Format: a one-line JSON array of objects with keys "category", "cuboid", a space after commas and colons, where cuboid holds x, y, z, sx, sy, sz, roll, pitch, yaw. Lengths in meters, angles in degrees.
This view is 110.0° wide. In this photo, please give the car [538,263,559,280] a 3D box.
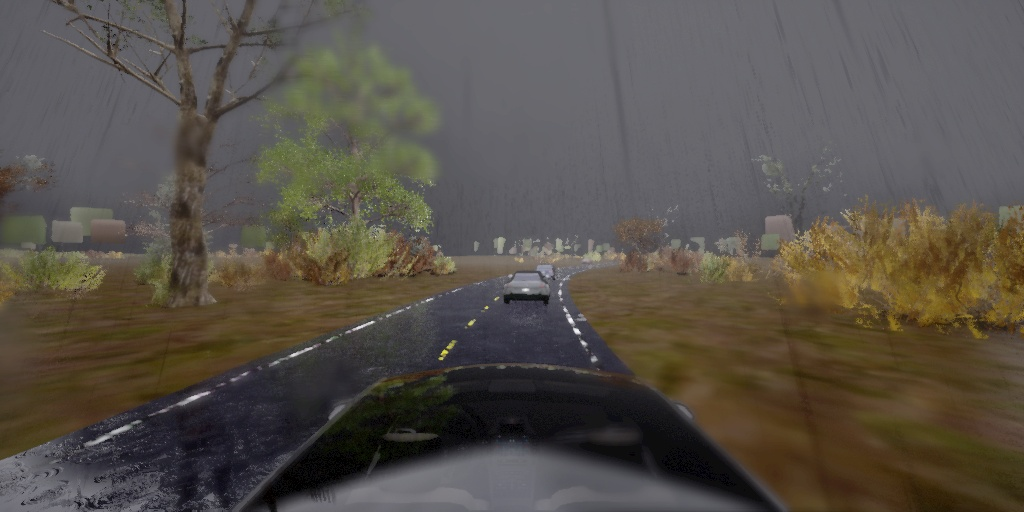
[{"category": "car", "cuboid": [2.987, 1.330, 30.997, 2.033, 1.411, 5.357, 0, 0, 12]}]

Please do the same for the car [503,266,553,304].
[{"category": "car", "cuboid": [0.748, 1.327, 16.323, 1.994, 1.385, 4.181, 0, 0, 6]}]
